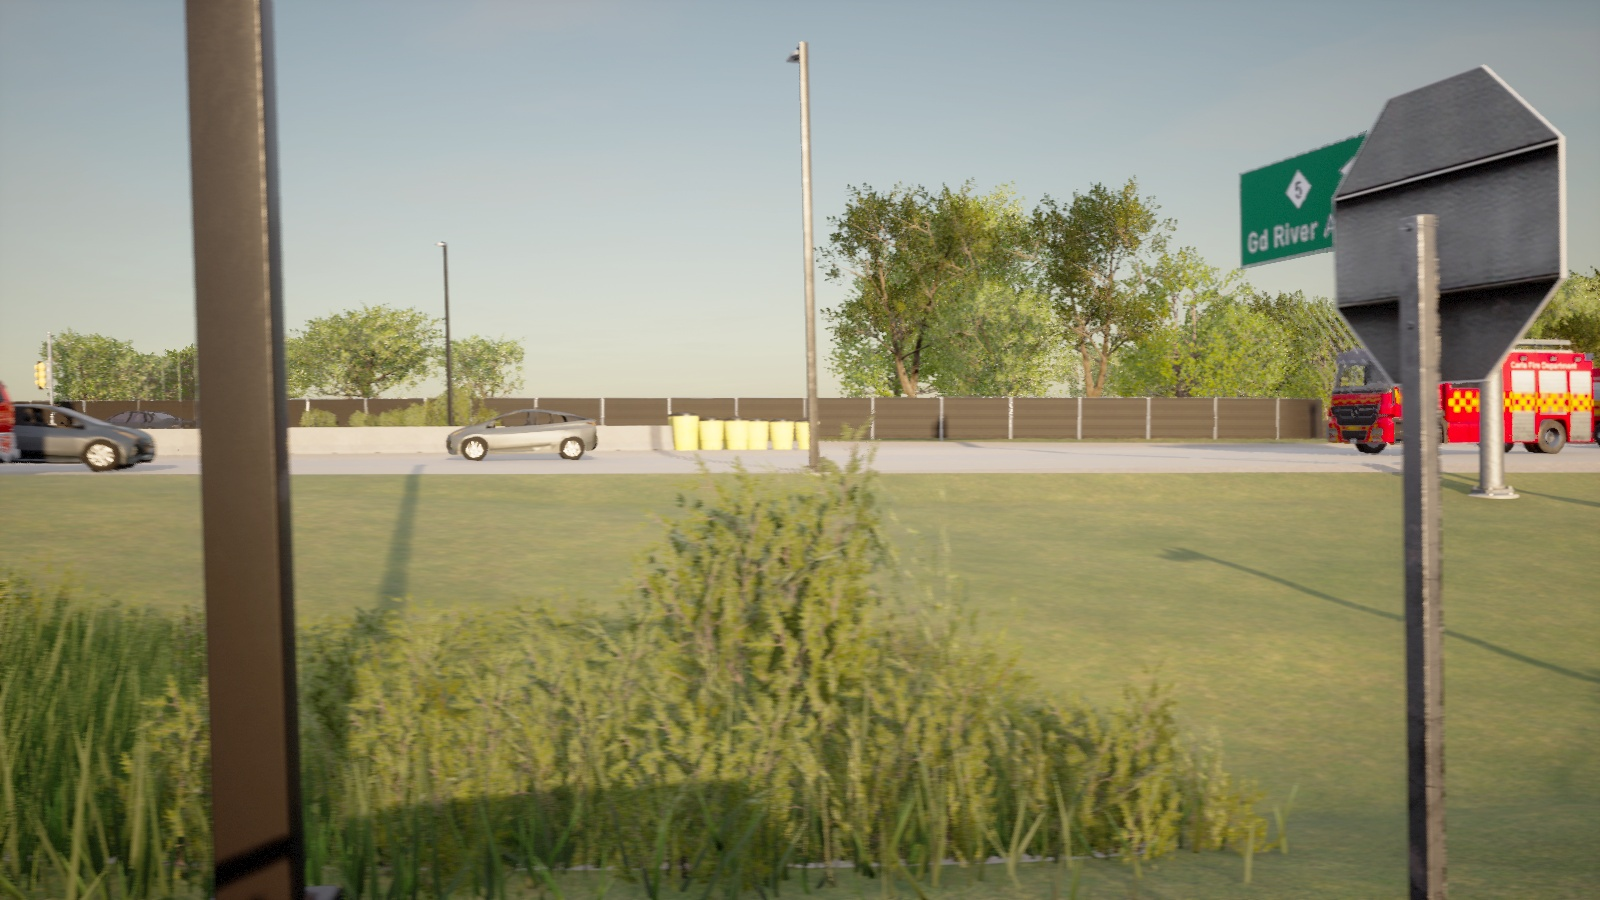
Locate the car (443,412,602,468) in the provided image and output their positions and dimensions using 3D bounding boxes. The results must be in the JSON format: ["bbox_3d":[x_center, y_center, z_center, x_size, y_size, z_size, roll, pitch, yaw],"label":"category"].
[{"bbox_3d":[-8.369,-0.307,37.868,4.514,1.525,2.007,-2,1,-15],"label":"car"}]

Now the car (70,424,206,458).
[{"bbox_3d":[-29.849,-0.419,56.656,5.357,1.411,2.033,-1,2,12],"label":"car"}]

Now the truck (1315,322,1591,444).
[{"bbox_3d":[21.828,-2.245,42.027,8.468,3.827,2.891,-2,1,-15],"label":"truck"}]

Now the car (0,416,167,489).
[{"bbox_3d":[-17.047,0.067,28.391,4.514,1.525,2.007,-2,1,-15],"label":"car"}]

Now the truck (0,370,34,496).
[{"bbox_3d":[-18.306,-0.272,24.445,5.204,2.467,2.627,-2,1,-15],"label":"truck"}]

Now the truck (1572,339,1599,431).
[{"bbox_3d":[35.600,-2.722,50.115,2.891,3.827,8.468,-2,1,-15],"label":"truck"}]
